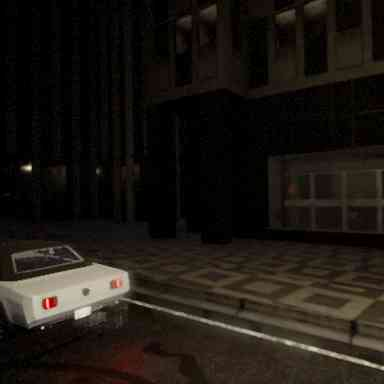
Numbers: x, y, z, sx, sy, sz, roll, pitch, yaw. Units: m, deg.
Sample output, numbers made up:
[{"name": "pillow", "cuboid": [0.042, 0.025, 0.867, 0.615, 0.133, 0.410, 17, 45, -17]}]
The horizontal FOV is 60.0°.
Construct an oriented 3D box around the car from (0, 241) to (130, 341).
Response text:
[{"name": "car", "cuboid": [-3.517, 1.655, 6.642, 4.718, 1.301, 1.895, -1, 0, 37]}]
